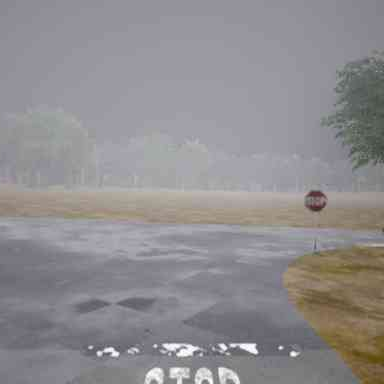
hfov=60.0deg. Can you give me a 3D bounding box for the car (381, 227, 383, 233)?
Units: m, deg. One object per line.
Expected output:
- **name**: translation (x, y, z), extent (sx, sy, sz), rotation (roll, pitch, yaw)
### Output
- **car**: translation (14.004, 2.127, 19.313), extent (5.357, 1.411, 2.033), rotation (2, -2, -3)
